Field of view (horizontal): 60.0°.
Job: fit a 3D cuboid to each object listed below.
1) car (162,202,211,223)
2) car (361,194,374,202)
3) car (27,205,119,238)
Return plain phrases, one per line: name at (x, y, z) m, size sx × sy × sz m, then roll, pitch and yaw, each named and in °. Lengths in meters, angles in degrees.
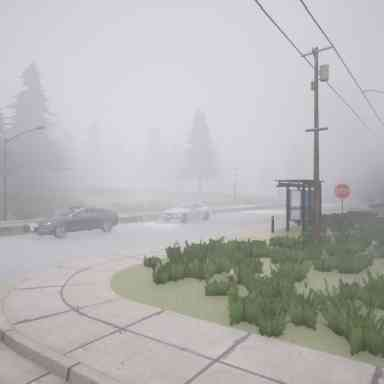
car at (-0.311, 1.525, 25.839) m, size 1.812 × 1.442 × 4.674 m, roll 0°, pitch 0°, yaw 36°
car at (40.426, 1.355, 76.462) m, size 2.097 × 1.767 × 4.553 m, roll 0°, pitch 0°, yaw 36°
car at (-6.157, 1.491, 17.766) m, size 2.128 × 1.511 × 4.902 m, roll 0°, pitch 0°, yaw 36°
